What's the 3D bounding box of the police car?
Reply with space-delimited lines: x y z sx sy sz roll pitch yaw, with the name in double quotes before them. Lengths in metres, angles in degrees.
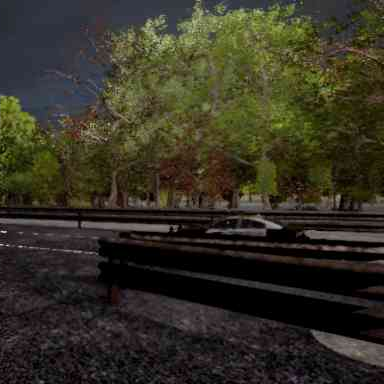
"police car" 1.569 1.508 12.383 5.238 1.638 1.930 -1 0 24
